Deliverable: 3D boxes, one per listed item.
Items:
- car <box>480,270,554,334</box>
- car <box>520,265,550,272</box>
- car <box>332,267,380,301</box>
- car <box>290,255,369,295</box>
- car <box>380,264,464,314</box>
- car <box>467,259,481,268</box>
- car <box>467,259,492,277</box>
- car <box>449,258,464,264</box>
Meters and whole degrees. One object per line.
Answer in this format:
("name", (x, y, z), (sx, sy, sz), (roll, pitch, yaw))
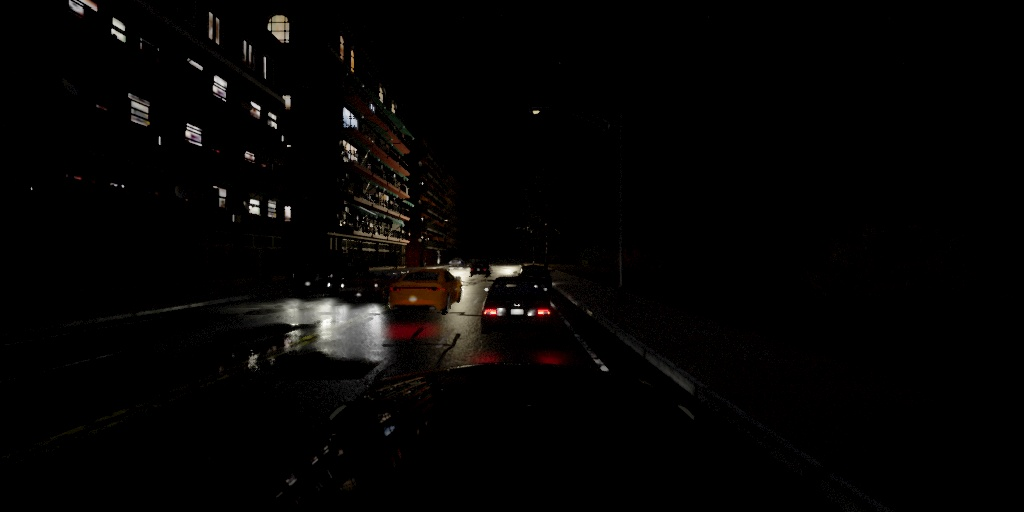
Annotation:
("car", (0.117, 1.299, 10.551), (2.033, 1.411, 5.357), (0, 0, 0))
("car", (1.171, 1.257, 20.240), (1.837, 1.490, 4.892), (0, 0, 0))
("car", (-6.571, 1.353, 17.577), (1.895, 1.301, 4.718), (0, 0, 0))
("car", (-9.818, 0.973, 20.002), (2.150, 2.045, 5.566), (0, 0, 0))
("car", (-3.131, 1.229, 13.825), (1.882, 1.535, 5.008), (0, 0, 0))
("car", (-6.464, 1.256, 61.111), (1.837, 1.490, 4.892), (0, -1, 0))
("car", (-3.086, 1.299, 35.584), (2.033, 1.411, 5.357), (0, 0, 0))
("car", (-9.699, 1.101, 62.977), (2.097, 1.767, 4.553), (0, 0, 1))
